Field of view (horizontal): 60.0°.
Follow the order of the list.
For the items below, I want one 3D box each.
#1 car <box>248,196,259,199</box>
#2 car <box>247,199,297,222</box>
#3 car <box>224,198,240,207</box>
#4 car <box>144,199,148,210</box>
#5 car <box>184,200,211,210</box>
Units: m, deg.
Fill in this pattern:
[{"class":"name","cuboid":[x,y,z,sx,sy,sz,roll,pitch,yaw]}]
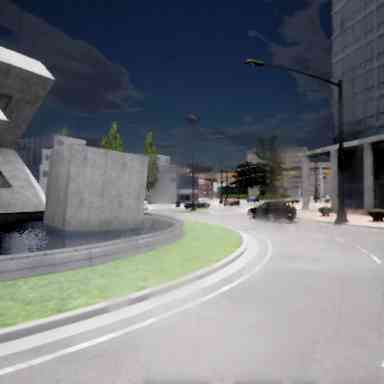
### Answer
[{"class":"car","cuboid":[13.243,1.665,71.588,1.812,1.442,4.674,-1,0,28]},{"class":"car","cuboid":[6.565,1.606,27.671,1.882,1.535,5.008,0,0,-21]},{"class":"car","cuboid":[7.336,1.855,60.407,1.812,1.442,4.674,-1,0,29]},{"class":"car","cuboid":[-8.103,1.539,40.449,5.566,2.045,2.150,-1,-1,17]},{"class":"car","cuboid":[0.806,1.909,49.529,1.895,1.301,4.718,-1,0,35]}]
